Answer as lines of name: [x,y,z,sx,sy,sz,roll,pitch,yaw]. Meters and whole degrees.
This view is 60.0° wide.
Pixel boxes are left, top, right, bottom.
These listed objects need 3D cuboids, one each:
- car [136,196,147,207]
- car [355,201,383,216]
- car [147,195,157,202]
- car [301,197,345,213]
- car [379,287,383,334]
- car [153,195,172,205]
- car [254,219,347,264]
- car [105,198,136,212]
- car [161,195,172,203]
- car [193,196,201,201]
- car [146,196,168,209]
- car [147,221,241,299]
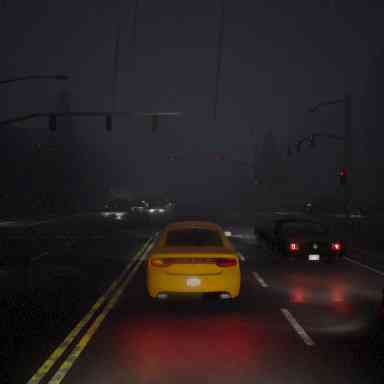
car: [-8.352,1.548,51.824,2.033,1.411,5.357,0,0,-1]
car: [18.770,1.547,32.211,5.357,1.411,2.033,0,0,-2]
car: [-8.835,1.477,73.940,1.882,1.535,5.008,0,0,-1]
car: [14.080,1.352,35.576,4.553,1.767,2.097,0,0,-2]
car: [3.597,1.478,2.721,1.882,1.535,5.008,0,0,0]
car: [-4.951,1.353,56.057,2.097,1.767,4.553,0,0,-1]
car: [3.501,1.601,11.811,1.895,1.301,4.718,0,0,-1]
car: [-8.586,1.505,39.112,1.837,1.490,4.892,1,0,8]
car: [-5.210,1.492,69.162,2.128,1.511,4.902,0,0,-1]
car: [1.298,1.595,88.224,1.895,1.301,4.718,0,0,-1]
car: [-4.636,1.564,44.247,1.994,1.385,4.181,0,0,-2]
car: [0.033,1.478,8.487,1.882,1.535,5.008,0,0,0]
